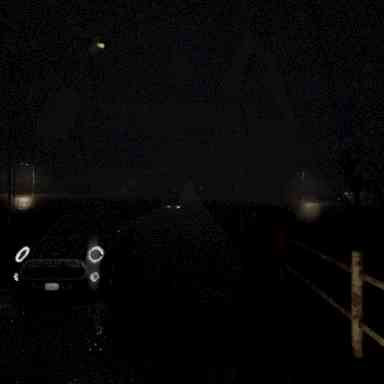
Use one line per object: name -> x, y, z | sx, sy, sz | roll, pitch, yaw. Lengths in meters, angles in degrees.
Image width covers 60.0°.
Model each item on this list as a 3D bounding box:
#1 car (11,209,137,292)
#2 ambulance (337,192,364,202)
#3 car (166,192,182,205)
car -> -2.851, 1.327, 9.012 | 2.097, 1.767, 4.553 | 0, 0, 0
ambulance -> 39.388, 1.300, 82.775 | 6.366, 2.431, 2.351 | 1, 1, 0
car -> -2.820, 0.988, 52.258 | 2.150, 2.045, 5.566 | 0, 0, 0
